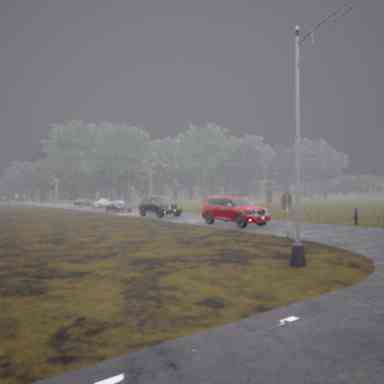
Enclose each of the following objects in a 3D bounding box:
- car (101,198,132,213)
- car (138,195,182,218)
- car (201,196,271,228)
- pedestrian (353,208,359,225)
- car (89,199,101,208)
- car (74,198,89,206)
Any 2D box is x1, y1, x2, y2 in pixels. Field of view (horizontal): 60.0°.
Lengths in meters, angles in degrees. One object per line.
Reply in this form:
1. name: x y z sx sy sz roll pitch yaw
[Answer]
1. car: -8.920 1.698 40.025 1.812 1.442 4.674 -2 1 -35
2. car: -3.168 1.340 32.015 2.150 2.045 5.566 -2 1 -36
3. car: 2.930 1.313 23.523 2.150 2.045 5.566 -2 1 -36
4. pedestrian: 11.082 1.654 22.445 0.500 1.100 0.500 -2 1 -36
5. car: -14.120 1.738 52.300 1.812 1.442 4.674 -2 0 -36
6. car: -19.985 1.814 60.451 2.128 1.511 4.902 -2 0 -36
